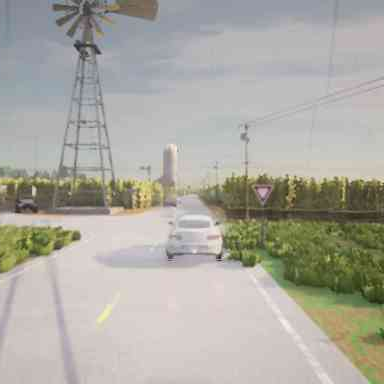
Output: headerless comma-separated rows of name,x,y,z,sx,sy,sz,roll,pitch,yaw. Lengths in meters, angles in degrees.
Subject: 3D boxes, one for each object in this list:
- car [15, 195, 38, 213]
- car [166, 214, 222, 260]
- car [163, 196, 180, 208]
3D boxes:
car,-17.224,1.230,34.594,1.905,1.878,3.866,0,0,-31
car,0.083,1.530,12.281,1.812,1.442,4.674,0,0,0
car,-3.277,1.495,49.921,1.882,1.535,5.008,0,0,0
